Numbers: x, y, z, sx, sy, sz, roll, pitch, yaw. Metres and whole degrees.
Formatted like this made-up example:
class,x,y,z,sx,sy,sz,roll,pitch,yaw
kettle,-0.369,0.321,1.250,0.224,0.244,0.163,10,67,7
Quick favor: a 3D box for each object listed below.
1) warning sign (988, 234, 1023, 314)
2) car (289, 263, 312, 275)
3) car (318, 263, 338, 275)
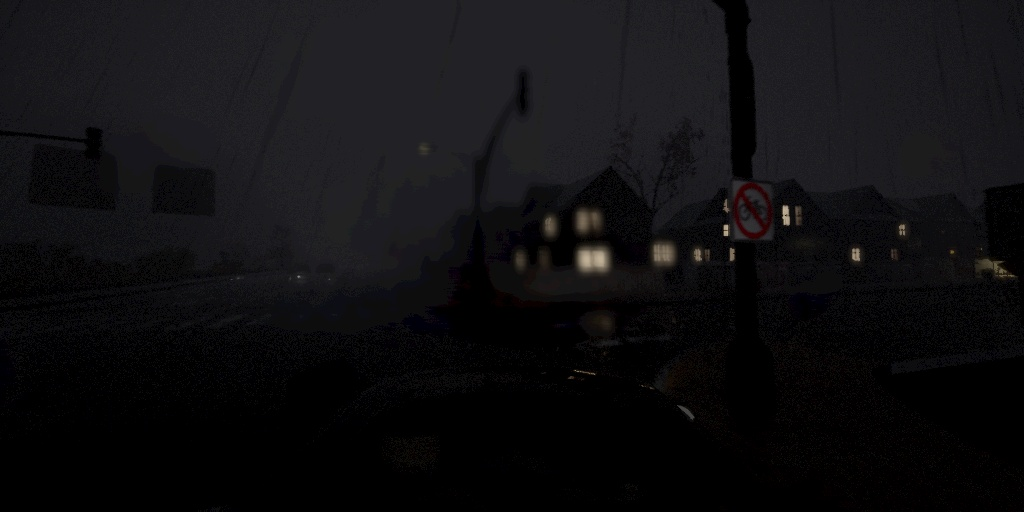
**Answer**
class,x,y,z,sx,sy,sz,roll,pitch,yaw
warning sign,12.691,0.473,8.512,1.060,1.860,1.300,0,0,-15
car,-28.022,1.745,47.722,2.128,1.511,4.902,0,-1,-17
car,-24.918,1.765,48.686,1.837,1.490,4.892,0,-1,-17
